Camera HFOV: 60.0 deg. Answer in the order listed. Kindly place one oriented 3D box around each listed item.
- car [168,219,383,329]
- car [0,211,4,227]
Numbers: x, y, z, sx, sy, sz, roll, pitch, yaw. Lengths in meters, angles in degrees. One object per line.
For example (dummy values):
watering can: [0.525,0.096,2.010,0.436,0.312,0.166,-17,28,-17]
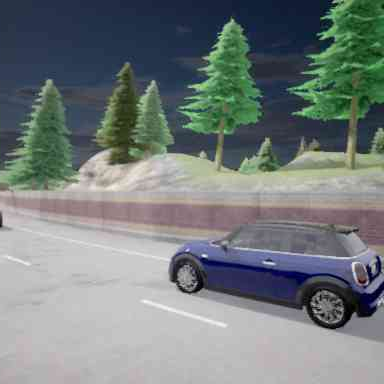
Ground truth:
car: [1.629,1.410,7.346,4.553,1.767,2.097,0,0,38]
car: [-13.771,1.505,21.694,1.837,1.490,4.892,0,0,-43]
